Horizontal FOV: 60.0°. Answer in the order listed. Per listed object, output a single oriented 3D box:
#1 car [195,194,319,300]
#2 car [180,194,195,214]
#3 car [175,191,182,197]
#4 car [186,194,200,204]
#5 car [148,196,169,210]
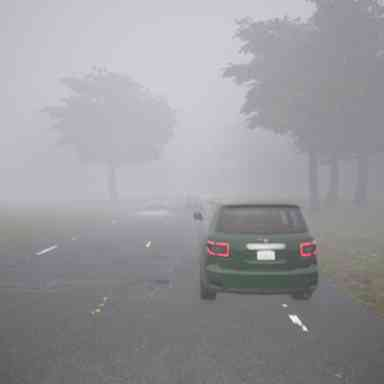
[{"bbox_3d":[1.243,1.120,8.246,2.150,2.045,5.566,0,1,0],"label":"car"},{"bbox_3d":[0.135,1.113,33.882,2.033,1.411,5.357,0,1,0],"label":"car"},{"bbox_3d":[-3.319,0.439,83.166,2.033,1.411,5.357,0,1,0],"label":"car"},{"bbox_3d":[0.130,0.987,47.208,1.895,1.301,4.718,0,1,0],"label":"car"},{"bbox_3d":[-3.521,1.145,35.452,1.895,1.301,4.718,0,1,0],"label":"car"}]
